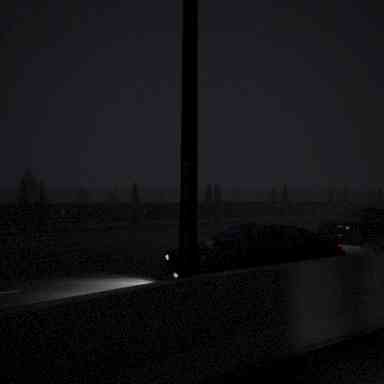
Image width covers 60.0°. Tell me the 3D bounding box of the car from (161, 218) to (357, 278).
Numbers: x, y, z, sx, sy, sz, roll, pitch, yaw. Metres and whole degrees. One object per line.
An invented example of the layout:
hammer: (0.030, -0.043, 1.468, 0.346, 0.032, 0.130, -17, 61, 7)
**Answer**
car: (1.900, 1.576, 9.170, 5.357, 1.411, 2.033, 0, 0, -31)

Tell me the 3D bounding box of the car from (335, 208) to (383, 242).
car: (8.522, 1.562, 16.621, 5.008, 1.535, 1.882, 0, 0, -25)
